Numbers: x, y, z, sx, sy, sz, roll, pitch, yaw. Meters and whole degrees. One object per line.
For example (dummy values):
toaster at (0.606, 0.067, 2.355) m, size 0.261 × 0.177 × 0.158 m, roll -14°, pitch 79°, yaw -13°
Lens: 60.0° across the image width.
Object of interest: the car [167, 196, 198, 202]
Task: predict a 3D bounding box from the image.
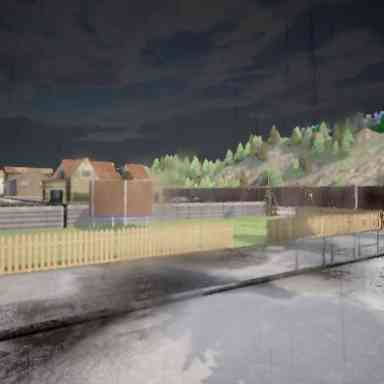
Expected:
car at (-1.639, 1.525, 54.236) m, size 2.097 × 1.767 × 4.553 m, roll 0°, pitch 0°, yaw -35°

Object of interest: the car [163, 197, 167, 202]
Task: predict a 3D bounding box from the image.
car at (-6.386, 1.724, 67.875) m, size 1.812 × 1.442 × 4.674 m, roll 0°, pitch 0°, yaw -36°

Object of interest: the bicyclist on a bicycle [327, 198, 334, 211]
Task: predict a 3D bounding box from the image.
bicyclist on a bicycle at (17.473, 1.574, 41.862) m, size 1.656 × 1.620 × 0.582 m, roll 0°, pitch 0°, yaw -36°

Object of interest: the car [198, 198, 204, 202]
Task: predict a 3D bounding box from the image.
car at (0.133, 1.703, 58.827) m, size 1.837 × 1.490 × 4.892 m, roll 0°, pitch 0°, yaw -35°
